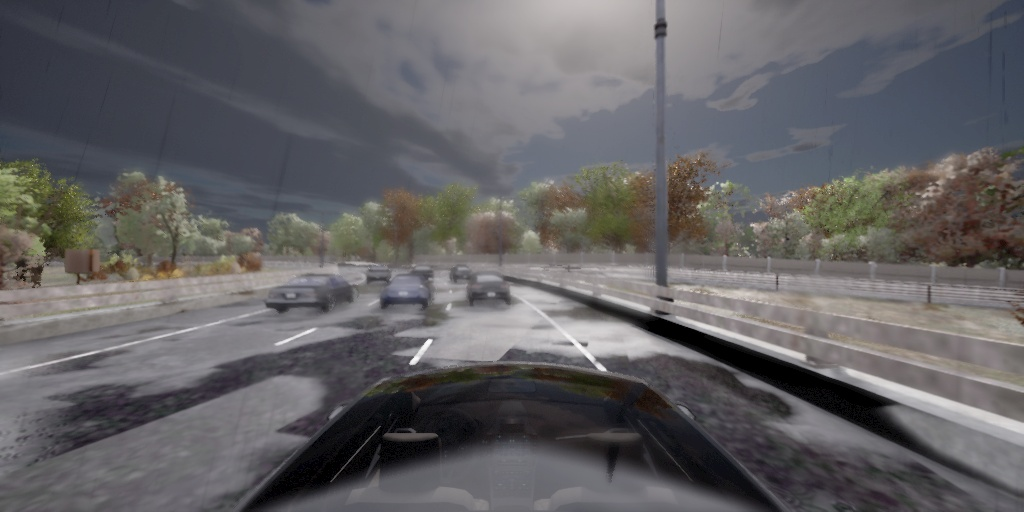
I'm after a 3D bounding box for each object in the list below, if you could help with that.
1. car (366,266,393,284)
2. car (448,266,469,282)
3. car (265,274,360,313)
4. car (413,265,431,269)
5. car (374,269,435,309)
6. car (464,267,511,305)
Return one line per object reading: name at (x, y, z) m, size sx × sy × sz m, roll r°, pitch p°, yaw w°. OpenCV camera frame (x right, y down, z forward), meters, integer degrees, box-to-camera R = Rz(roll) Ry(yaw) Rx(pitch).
car at (-11.265, 1.559, 30.664) m, size 2.128 × 1.511 × 4.902 m, roll 0°, pitch 0°, yaw -16°
car at (-4.621, 1.607, 32.868) m, size 1.812 × 1.442 × 4.674 m, roll 0°, pitch 0°, yaw -17°
car at (-7.917, 1.444, 14.807) m, size 2.033 × 1.411 × 5.357 m, roll 0°, pitch -1°, yaw -8°
car at (-8.098, 1.557, 32.281) m, size 1.882 × 1.535 × 5.008 m, roll 0°, pitch 0°, yaw -17°
car at (-4.585, 1.471, 16.159) m, size 1.994 × 1.385 × 4.181 m, roll 0°, pitch -1°, yaw -8°
car at (-1.177, 1.437, 17.025) m, size 1.812 × 1.442 × 4.674 m, roll 0°, pitch 0°, yaw -8°
